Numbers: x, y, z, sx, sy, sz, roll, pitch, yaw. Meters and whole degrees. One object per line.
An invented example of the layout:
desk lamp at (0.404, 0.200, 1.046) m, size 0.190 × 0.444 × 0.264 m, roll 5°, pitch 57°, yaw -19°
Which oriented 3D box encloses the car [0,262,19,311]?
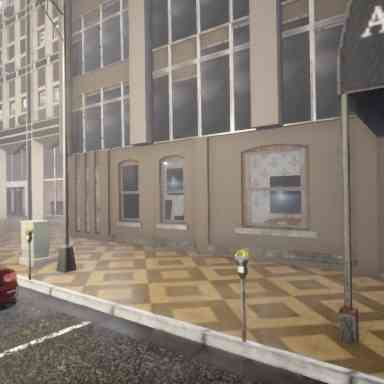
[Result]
car at (-4.975, 1.584, 6.433) m, size 4.206 × 1.307 × 1.802 m, roll 0°, pitch -1°, yaw 35°
